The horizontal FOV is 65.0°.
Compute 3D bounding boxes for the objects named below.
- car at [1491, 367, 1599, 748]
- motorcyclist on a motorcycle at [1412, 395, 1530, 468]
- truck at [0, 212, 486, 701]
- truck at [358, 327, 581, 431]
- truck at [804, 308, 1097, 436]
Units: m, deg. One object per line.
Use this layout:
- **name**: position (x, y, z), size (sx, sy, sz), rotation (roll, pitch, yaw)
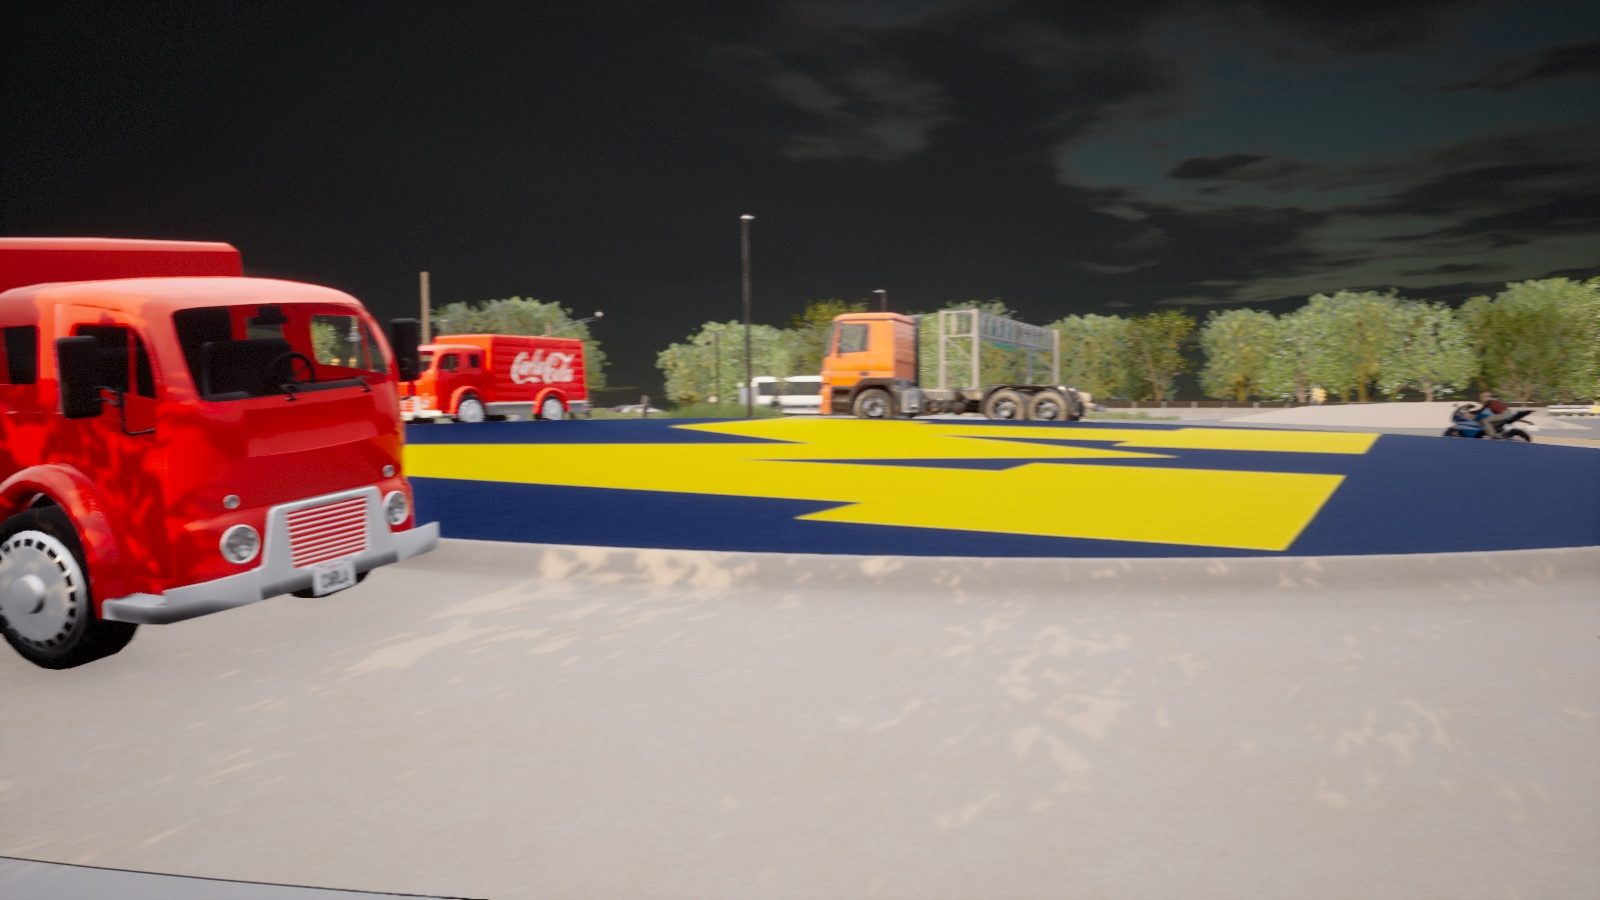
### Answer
- **car**: position (5.904, 0.512, 5.489), size (4.611, 1.667, 2.242), rotation (0, 5, -11)
- **motorcyclist on a motorcycle**: position (15.696, -0.454, 29.440), size (0.866, 1.530, 2.191), rotation (3, 4, -28)
- **truck**: position (-5.137, -0.199, 8.597), size (5.204, 2.467, 2.627), rotation (2, 8, 26)
- **truck**: position (-8.492, -1.820, 32.806), size (2.627, 2.467, 5.204), rotation (2, 3, 33)
- **truck**: position (4.384, -2.275, 36.669), size (7.936, 3.462, 2.891), rotation (2, 2, 20)
